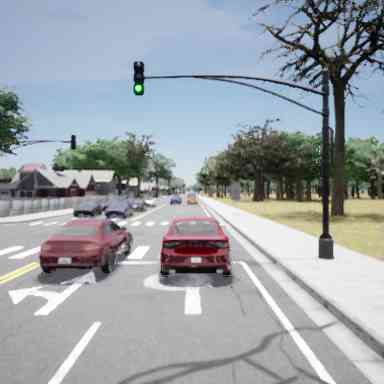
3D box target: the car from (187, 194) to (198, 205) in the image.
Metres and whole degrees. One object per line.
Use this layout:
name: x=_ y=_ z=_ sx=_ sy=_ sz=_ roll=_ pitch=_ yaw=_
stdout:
car: x=0.110 y=1.565 z=61.907 sx=1.882 sy=1.535 sz=5.008 roll=0 pitch=0 yaw=0

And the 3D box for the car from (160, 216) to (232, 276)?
car: x=0.099 y=1.496 z=10.474 sx=1.882 sy=1.535 sz=5.008 roll=0 pitch=0 yaw=0

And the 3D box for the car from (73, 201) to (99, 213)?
car: x=-9.878 y=1.601 z=32.131 sx=2.033 sy=1.411 sz=5.357 roll=0 pitch=0 yaw=-3

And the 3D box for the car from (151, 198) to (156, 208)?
car: x=-6.574 y=1.603 z=51.361 sx=1.812 sy=1.442 sz=4.674 roll=0 pitch=0 yaw=0

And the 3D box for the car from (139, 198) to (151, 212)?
car: x=-6.594 y=1.557 z=40.268 sx=2.128 sy=1.511 sz=4.902 roll=0 pitch=0 yaw=0

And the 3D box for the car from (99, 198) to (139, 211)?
car: x=-6.592 y=1.599 z=30.807 sx=2.033 sy=1.411 sz=5.357 roll=0 pitch=0 yaw=0

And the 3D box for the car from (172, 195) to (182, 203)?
car: x=-3.236 y=1.453 z=72.273 sx=2.097 sy=1.767 sz=4.553 roll=0 pitch=0 yaw=0

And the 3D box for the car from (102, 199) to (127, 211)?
car: x=-9.839 y=1.616 z=42.616 sx=2.033 sy=1.411 sz=5.357 roll=0 pitch=0 yaw=0

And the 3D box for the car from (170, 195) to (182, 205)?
car: x=-3.136 y=1.614 z=62.307 sx=1.812 sy=1.442 sz=4.674 roll=0 pitch=0 yaw=0

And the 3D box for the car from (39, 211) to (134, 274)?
car: x=-3.151 y=1.545 z=10.545 sx=1.812 sy=1.442 sz=4.674 roll=0 pitch=0 yaw=0

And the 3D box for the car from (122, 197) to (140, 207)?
car: x=-9.815 y=1.627 z=54.104 sx=2.033 sy=1.411 sz=5.357 roll=0 pitch=0 yaw=0
